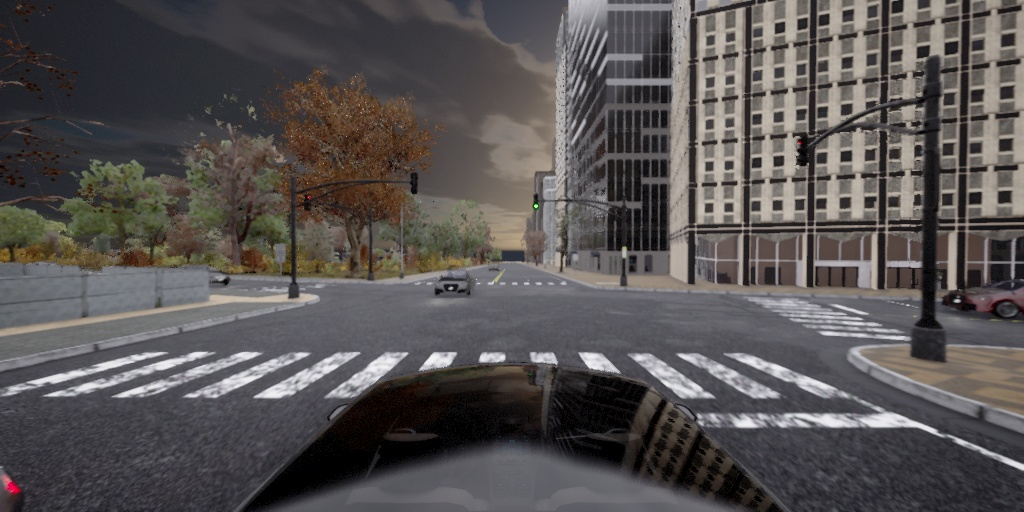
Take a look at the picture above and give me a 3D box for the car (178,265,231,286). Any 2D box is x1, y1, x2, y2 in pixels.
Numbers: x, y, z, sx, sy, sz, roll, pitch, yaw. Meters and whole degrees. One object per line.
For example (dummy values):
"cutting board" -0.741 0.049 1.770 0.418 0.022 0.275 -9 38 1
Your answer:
"car" -22.657 1.403 25.979 4.902 1.511 2.128 0 1 21

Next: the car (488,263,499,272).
"car" -3.261 2.077 64.392 1.837 1.490 4.892 0 0 0

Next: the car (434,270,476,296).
"car" -3.249 1.500 21.082 1.994 1.385 4.181 0 1 0

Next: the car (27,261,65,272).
"car" -44.609 1.304 34.296 5.008 1.535 1.882 1 1 21

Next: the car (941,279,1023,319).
"car" 19.536 1.601 13.574 4.181 1.385 1.994 0 1 19

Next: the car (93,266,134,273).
"car" -31.909 1.476 29.478 4.718 1.301 1.895 0 1 21
